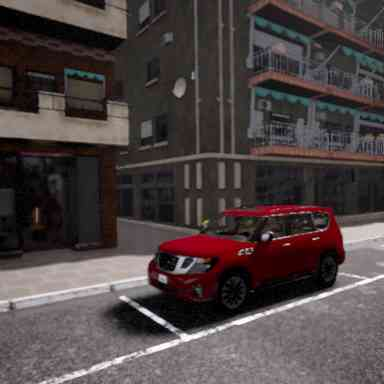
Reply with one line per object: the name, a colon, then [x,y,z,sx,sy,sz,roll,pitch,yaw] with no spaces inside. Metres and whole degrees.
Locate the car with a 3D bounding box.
car: [1.504,1.278,7.652,5.009,1.841,2.192,0,0,-36]
